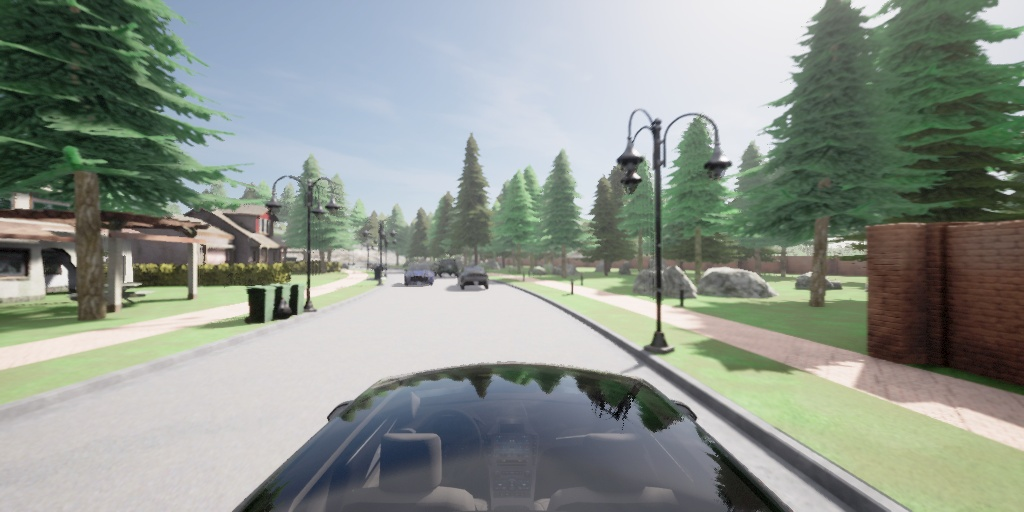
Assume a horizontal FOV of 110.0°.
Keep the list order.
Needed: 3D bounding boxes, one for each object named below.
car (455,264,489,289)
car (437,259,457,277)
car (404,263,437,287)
[{"bbox_3d":[-2.801,1.480,25.349,1.837,1.490,4.892,0,0,-12],"label":"car"},{"bbox_3d":[-7.735,1.358,41.760,2.150,2.045,5.566,0,0,-20],"label":"car"},{"bbox_3d":[-7.161,1.355,27.717,2.097,1.767,4.553,0,-1,-15],"label":"car"}]
